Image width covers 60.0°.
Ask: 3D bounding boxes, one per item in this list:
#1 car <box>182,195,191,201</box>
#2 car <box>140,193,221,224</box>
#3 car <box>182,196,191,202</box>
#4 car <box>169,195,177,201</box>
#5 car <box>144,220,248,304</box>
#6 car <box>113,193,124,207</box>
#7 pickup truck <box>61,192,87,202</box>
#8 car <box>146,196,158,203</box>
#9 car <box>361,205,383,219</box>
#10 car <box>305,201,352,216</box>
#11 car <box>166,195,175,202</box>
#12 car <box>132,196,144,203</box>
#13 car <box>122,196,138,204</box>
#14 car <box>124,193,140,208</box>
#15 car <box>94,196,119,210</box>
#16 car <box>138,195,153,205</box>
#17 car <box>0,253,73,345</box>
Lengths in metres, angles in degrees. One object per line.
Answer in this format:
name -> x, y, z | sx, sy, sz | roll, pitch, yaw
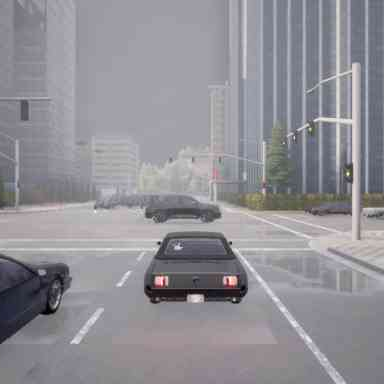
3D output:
car -> -1.369, 1.540, 84.735 | 2.033, 1.411, 5.357 | 0, 0, -1
car -> -0.690, 1.221, 24.157 | 5.566, 2.045, 2.150 | 0, 0, -1
car -> -1.213, 1.553, 74.960 | 1.994, 1.385, 4.181 | 0, 0, -1
car -> -4.868, 1.524, 84.667 | 1.812, 1.442, 4.674 | 0, 0, -1
car -> 0.068, 1.601, 8.115 | 1.895, 1.301, 4.718 | 0, 0, 0
car -> -11.468, 1.221, 52.617 | 2.150, 2.045, 5.566 | 0, 0, -1
pickup truck -> -24.755, 1.059, 69.176 | 2.390, 2.098, 6.274 | 0, 0, 30
car -> -8.115, 1.564, 67.926 | 1.994, 1.385, 4.181 | 0, 0, 0
car -> 16.944, 1.601, 28.013 | 4.718, 1.301, 1.895 | 0, 0, 0
car -> 13.590, 1.547, 31.520 | 5.357, 1.411, 2.033 | 0, 0, -3
car -> -4.703, 1.500, 74.500 | 1.837, 1.490, 4.892 | 0, 0, -1
car -> -11.683, 1.546, 72.544 | 1.994, 1.385, 4.181 | 0, 0, -1
car -> -11.586, 1.491, 62.564 | 2.128, 1.511, 4.902 | 0, 0, -1
car -> -7.912, 1.221, 48.130 | 2.150, 2.045, 5.566 | 0, 0, -1
car -> -11.333, 1.564, 43.283 | 1.994, 1.385, 4.181 | 0, 0, -1
car -> -8.040, 1.352, 57.880 | 2.097, 1.767, 4.553 | 0, 0, -1
car -> -3.435, 1.547, 4.519 | 2.033, 1.411, 5.357 | 0, 0, 0
